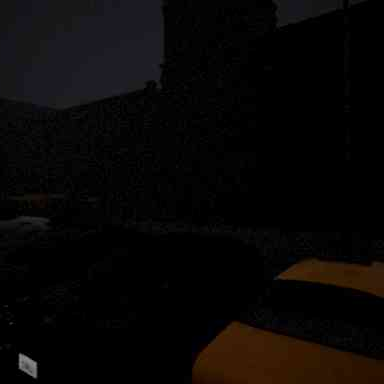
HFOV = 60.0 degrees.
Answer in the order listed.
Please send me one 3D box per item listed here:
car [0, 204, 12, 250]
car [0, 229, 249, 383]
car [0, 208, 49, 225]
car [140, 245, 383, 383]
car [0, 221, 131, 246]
[{"bbox_3d":[-9.462,1.370,12.146,2.185,1.767,4.553,0,0,36],"label":"car"},{"bbox_3d":[-0.420,1.511,5.620,2.163,1.488,4.792,0,0,36],"label":"car"},{"bbox_3d":[-7.175,1.239,10.510,2.435,2.045,5.566,0,0,36],"label":"car"},{"bbox_3d":[1.967,1.477,4.180,1.946,1.575,5.366,0,0,36],"label":"car"},{"bbox_3d":[-2.681,1.513,7.233,2.163,1.488,4.792,0,0,35],"label":"car"}]
